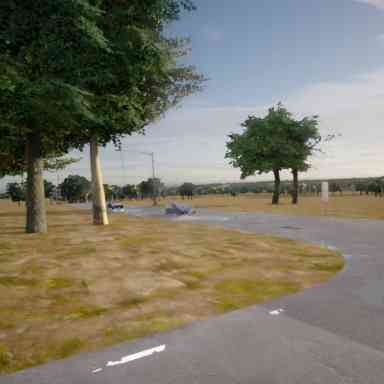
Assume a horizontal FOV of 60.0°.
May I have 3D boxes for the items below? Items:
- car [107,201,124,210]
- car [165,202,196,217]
[{"bbox_3d":[-13.176,2.202,56.783,2.033,1.411,5.357,-3,0,-28],"label":"car"},{"bbox_3d":[-1.371,1.816,35.729,1.812,1.442,4.674,-3,1,-31],"label":"car"}]
